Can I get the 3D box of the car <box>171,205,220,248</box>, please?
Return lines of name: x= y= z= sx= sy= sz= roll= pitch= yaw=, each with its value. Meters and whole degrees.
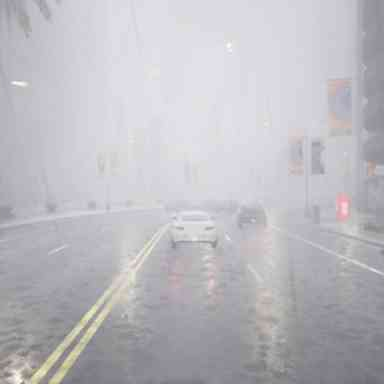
car: x=0.098 y=1.537 z=14.830 sx=1.812 sy=1.442 sz=4.674 roll=0 pitch=0 yaw=0

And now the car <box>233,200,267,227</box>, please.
car: x=4.011 y=1.523 z=22.801 sx=1.837 sy=1.490 sz=4.892 roll=0 pitch=0 yaw=5

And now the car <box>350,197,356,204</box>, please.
car: x=31.654 y=1.544 z=63.420 sx=4.181 sy=1.385 sz=1.994 roll=0 pitch=0 yaw=-10

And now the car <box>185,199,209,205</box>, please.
car: x=1.724 y=1.578 z=39.170 sx=2.033 sy=1.411 sz=5.357 roll=0 pitch=0 yaw=29

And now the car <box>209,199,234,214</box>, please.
car: x=4.066 y=1.576 z=35.786 sx=2.033 sy=1.411 sz=5.357 roll=0 pitch=0 yaw=27

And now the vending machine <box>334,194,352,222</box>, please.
vending machine: x=11.739 y=1.216 z=25.908 sx=1.100 sy=2.100 sz=0.880 roll=0 pitch=0 yaw=15

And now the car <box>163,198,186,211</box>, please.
car: x=-1.595 y=1.536 z=40.010 sx=1.837 sy=1.490 sz=4.892 roll=-1 pitch=0 yaw=29
